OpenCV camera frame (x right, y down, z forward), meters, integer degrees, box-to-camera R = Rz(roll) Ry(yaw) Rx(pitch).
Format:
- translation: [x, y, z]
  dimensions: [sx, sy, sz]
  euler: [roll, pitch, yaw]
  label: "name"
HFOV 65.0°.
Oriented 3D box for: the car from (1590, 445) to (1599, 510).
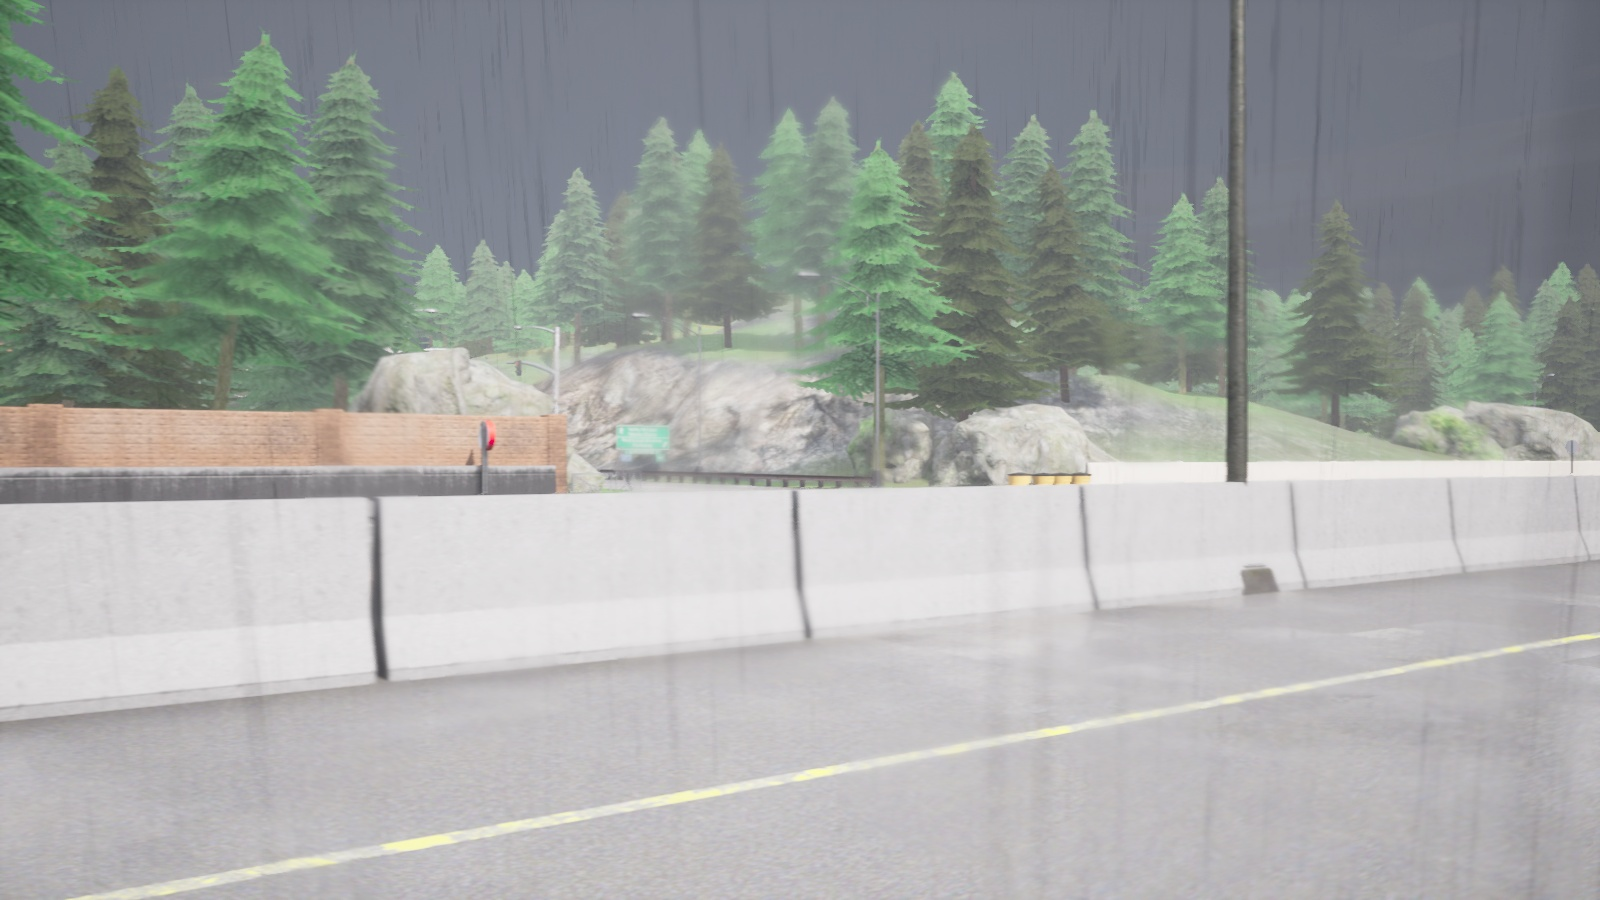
- translation: [21.823, 0.674, 31.632]
  dimensions: [3.988, 1.617, 1.851]
  euler: [0, 0, -35]
  label: "car"
